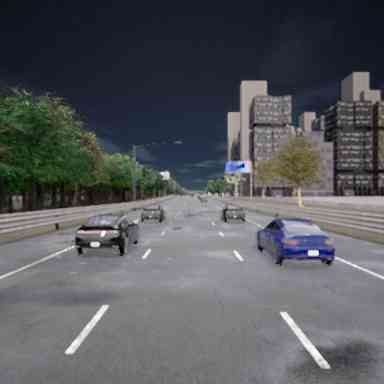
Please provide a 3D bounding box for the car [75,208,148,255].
[{"bbox_3d":[-3.404,1.664,14.126,2.128,1.511,4.902,0,-1,0],"label":"car"}]

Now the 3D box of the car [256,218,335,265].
[{"bbox_3d":[3.594,1.672,12.148,1.812,1.442,4.674,0,-1,0],"label":"car"}]

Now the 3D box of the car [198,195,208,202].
[{"bbox_3d":[3.476,2.278,95.482,1.994,1.385,4.181,0,0,0],"label":"car"}]

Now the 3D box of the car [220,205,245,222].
[{"bbox_3d":[3.591,1.873,29.956,2.128,1.511,4.902,0,-1,0],"label":"car"}]

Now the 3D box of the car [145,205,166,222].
[{"bbox_3d":[-3.409,1.873,29.966,2.128,1.511,4.902,0,-1,0],"label":"car"}]
